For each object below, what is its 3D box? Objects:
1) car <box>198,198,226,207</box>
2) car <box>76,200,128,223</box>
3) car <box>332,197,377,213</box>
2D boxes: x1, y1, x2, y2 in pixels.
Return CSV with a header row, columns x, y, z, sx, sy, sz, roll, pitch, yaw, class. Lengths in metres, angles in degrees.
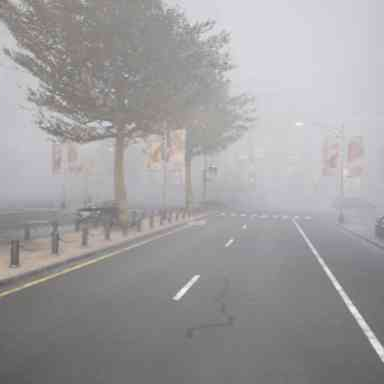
x,y,z,sx,sy,sz,roll,pitch,yaw,class
2.912,1.591,49.582,1.895,1.301,4.718,1,0,-36,car
-6.235,1.294,23.577,2.128,1.511,4.902,1,0,15,car
21.973,1.700,45.121,5.566,2.045,2.150,2,-1,0,car
